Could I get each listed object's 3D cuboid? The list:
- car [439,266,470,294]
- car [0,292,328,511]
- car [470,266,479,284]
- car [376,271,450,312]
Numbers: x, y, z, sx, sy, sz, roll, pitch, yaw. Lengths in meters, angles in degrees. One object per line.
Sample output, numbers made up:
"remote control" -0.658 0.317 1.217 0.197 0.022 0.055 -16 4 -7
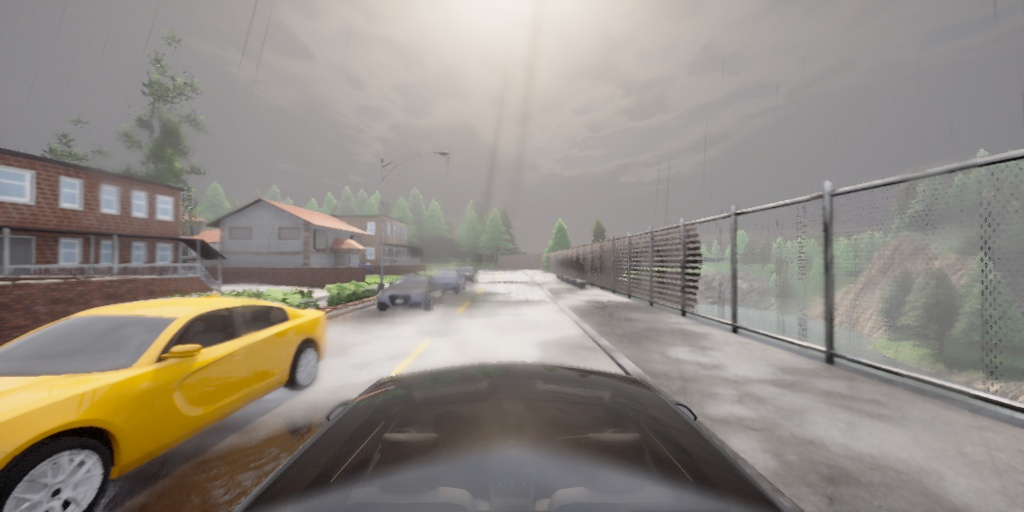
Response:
"car" -4.008 1.558 22.572 1.812 1.442 4.674 0 -1 0
"car" -4.100 1.259 4.132 1.882 1.535 5.008 0 -1 0
"car" -4.030 1.641 31.831 1.837 1.490 4.892 0 -1 0
"car" -4.099 1.486 15.080 1.994 1.385 4.181 0 -1 0
